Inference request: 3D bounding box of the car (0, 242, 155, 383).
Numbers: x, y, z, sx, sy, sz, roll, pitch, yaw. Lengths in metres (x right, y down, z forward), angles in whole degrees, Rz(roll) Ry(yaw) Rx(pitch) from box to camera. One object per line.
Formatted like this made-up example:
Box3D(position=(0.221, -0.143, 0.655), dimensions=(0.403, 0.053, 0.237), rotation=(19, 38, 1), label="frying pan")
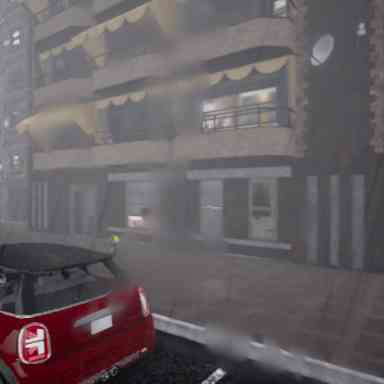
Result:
Box3D(position=(-2.544, 1.438, 4.688), dimensions=(4.097, 1.590, 1.967), rotation=(0, 0, 36), label="car")
